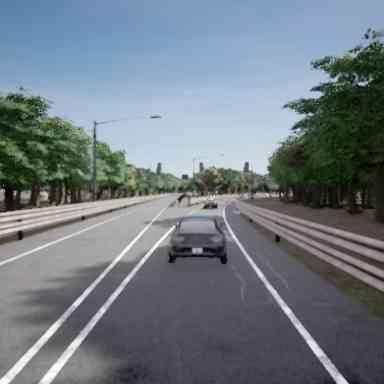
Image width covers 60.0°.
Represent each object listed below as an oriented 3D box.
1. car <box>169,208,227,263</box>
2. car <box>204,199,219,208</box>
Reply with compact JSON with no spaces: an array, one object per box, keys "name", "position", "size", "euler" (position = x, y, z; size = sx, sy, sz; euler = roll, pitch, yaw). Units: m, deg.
[{"name":"car","position":[0.224,1.522,11.877],"size":[1.812,1.442,4.674],"euler":[0,0,2]},{"name":"car","position":[2.769,1.632,46.679],"size":[1.895,1.301,4.718],"euler":[0,0,7]}]
